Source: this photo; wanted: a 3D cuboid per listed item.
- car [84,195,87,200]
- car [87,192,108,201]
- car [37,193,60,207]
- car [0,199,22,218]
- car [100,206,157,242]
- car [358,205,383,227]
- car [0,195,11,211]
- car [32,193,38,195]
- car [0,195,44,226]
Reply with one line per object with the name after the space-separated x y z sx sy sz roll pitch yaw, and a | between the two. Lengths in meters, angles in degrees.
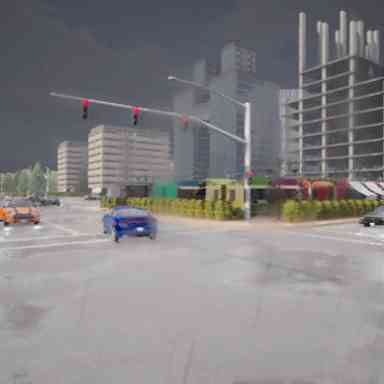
-22.467 1.015 76.901 4.605 1.855 1.932 0 0 -36 | car
-20.832 1.023 74.513 3.866 1.878 1.905 0 0 -36 | car
-21.272 1.258 49.806 2.097 1.767 4.553 0 0 -34 | car
-17.014 1.465 30.632 1.812 1.442 4.674 0 0 -34 | car
-3.235 1.449 16.494 1.882 1.535 5.008 1 0 -24 | car
12.895 1.522 21.363 5.357 1.411 2.033 0 0 -36 | car
-22.602 1.274 38.930 2.097 1.767 4.553 0 0 -34 | car
-26.847 1.111 57.909 2.150 2.045 5.566 0 0 -34 | car
-12.112 1.306 23.361 2.097 1.767 4.553 0 0 -34 | car
